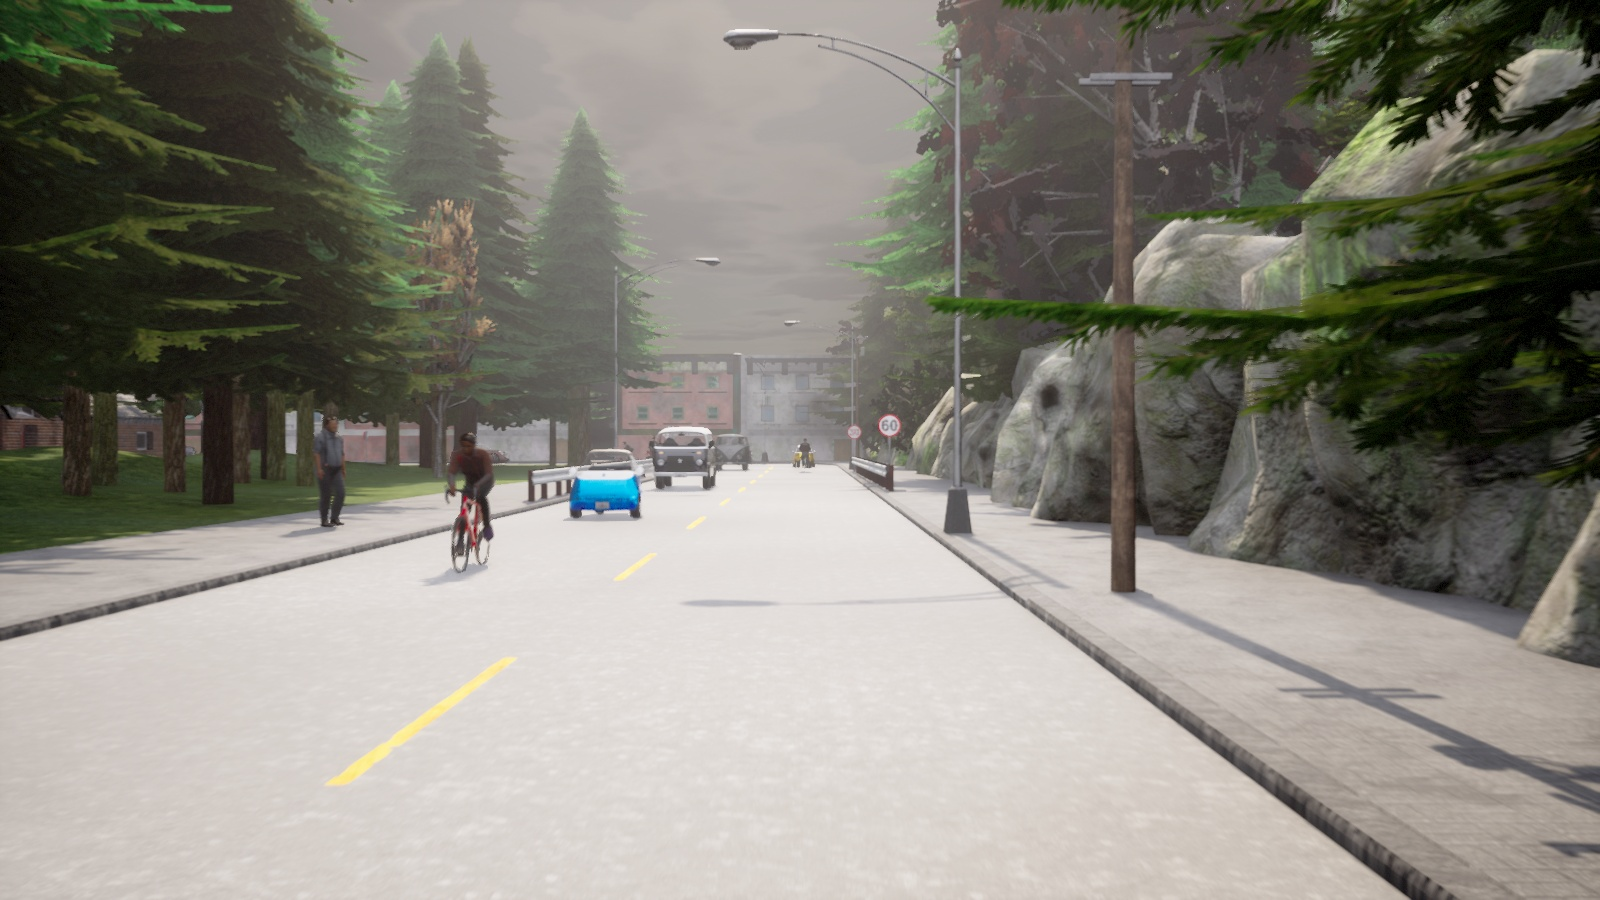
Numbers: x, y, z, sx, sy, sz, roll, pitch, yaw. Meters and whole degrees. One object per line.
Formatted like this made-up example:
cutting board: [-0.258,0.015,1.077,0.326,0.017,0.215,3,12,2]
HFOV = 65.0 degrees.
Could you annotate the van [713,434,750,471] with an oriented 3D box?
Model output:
van: [-3.734,0.109,68.684,1.775,1.987,4.442,0,0,0]

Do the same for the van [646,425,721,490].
van: [-3.777,0.236,41.460,2.069,2.038,4.480,0,0,0]

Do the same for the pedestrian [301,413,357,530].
pedestrian: [-7.621,0.335,20.327,0.694,1.848,0.540,0,0,35]

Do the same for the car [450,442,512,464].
car: [-22.140,0.202,87.268,3.806,1.475,1.970,0,0,0]

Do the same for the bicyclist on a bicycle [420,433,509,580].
bicyclist on a bicycle: [-3.900,0.613,14.719,0.582,1.620,1.656,0,1,0]

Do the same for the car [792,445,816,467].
car: [0.243,0.363,77.855,1.481,1.376,2.207,0,1,-1]

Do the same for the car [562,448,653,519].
car: [-3.840,0.655,25.304,1.481,1.376,2.207,0,0,0]
